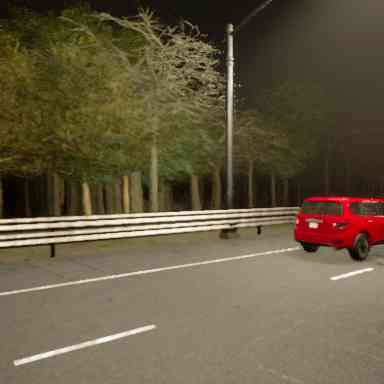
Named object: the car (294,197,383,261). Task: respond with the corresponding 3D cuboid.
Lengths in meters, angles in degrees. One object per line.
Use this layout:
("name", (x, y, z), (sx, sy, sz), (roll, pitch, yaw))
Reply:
("car", (6.255, 1.225, 12.559), (5.566, 2.045, 2.150), (1, 0, -34))
